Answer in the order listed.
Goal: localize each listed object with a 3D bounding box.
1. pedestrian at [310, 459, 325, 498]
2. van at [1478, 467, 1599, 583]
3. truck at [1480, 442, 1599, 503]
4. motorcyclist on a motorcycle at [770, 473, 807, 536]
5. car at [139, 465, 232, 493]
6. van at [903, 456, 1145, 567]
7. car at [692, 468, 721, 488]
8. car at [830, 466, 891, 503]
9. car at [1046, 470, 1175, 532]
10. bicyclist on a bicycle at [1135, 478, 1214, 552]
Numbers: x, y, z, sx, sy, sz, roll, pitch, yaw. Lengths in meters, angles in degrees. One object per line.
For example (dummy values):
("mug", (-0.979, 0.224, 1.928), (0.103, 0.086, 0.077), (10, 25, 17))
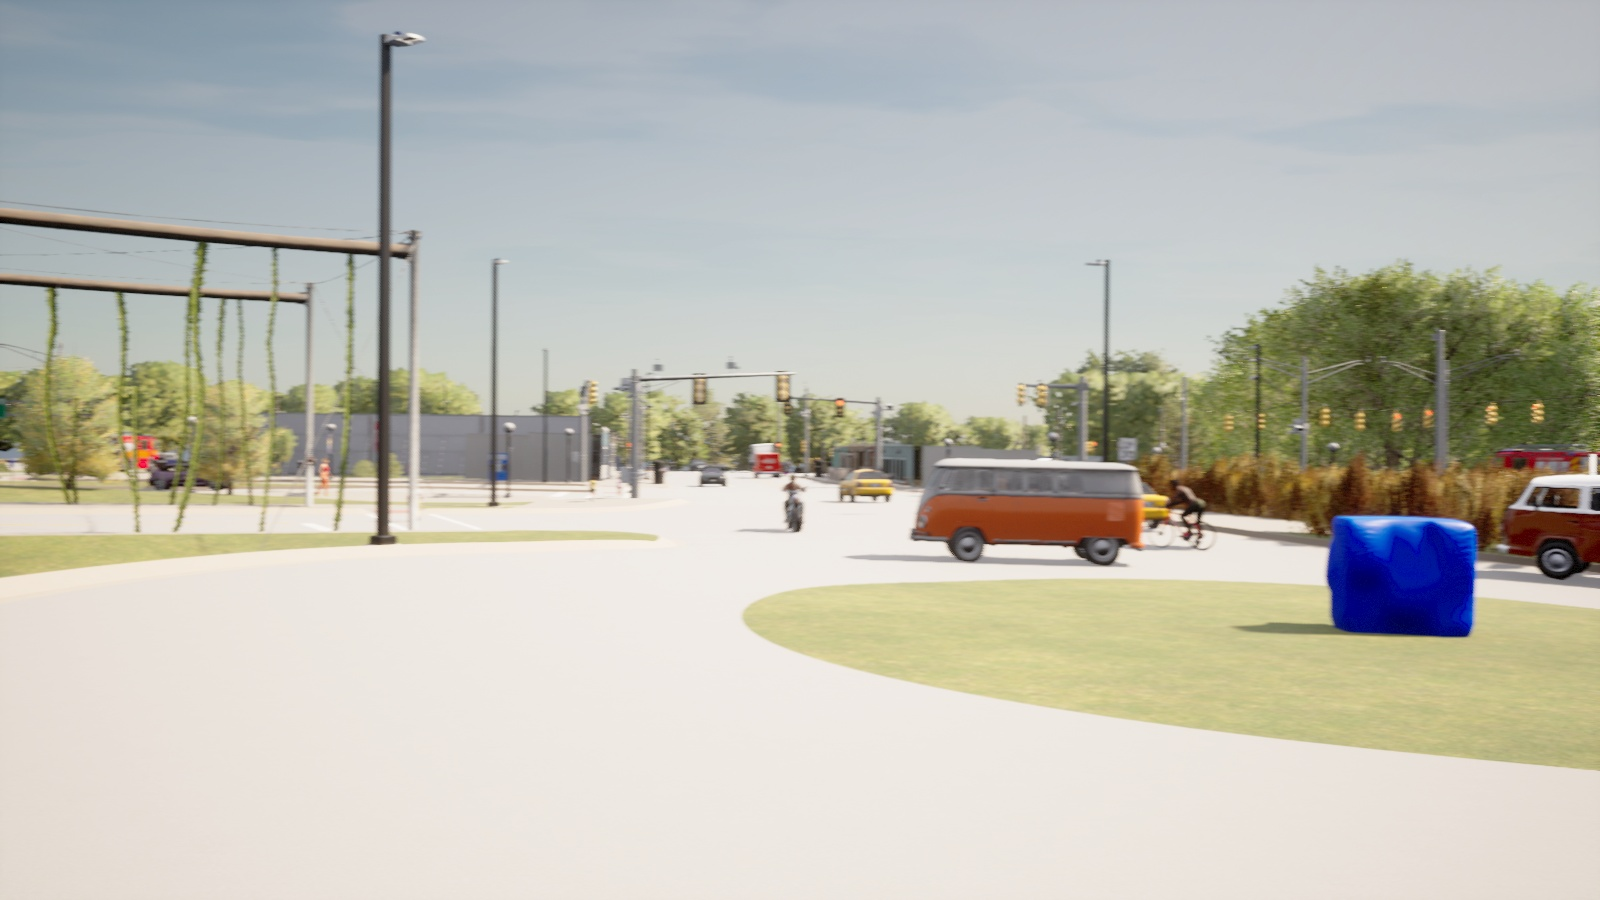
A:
("pedestrian", (-22.554, 1.334, 58.682), (0.594, 1.836, 0.345), (0, 0, -10))
("van", (15.627, 1.451, 23.801), (4.480, 2.038, 2.069), (3, 1, 40))
("truck", (48.920, 1.427, 83.072), (2.891, 3.827, 8.468), (0, 0, -3))
("motorcyclist on a motorcycle", (-0.347, 1.492, 35.151), (0.766, 1.649, 2.350), (0, 0, -7))
("car", (-33.209, 1.578, 67.924), (4.193, 1.474, 1.816), (0, 0, -12))
("van", (4.297, 1.175, 24.603), (4.442, 1.987, 1.775), (1, -1, 2))
("car", (-6.890, 2.061, 92.583), (1.994, 1.385, 4.181), (0, 0, -6))
("car", (2.661, 1.545, 56.534), (1.801, 1.575, 5.366), (0, -1, -8))
("car", (8.986, 1.426, 36.905), (1.801, 1.575, 5.366), (0, 0, -8))
("bicyclist on a bicycle", (8.692, 1.481, 29.174), (1.656, 1.620, 0.582), (1, 1, 39))
